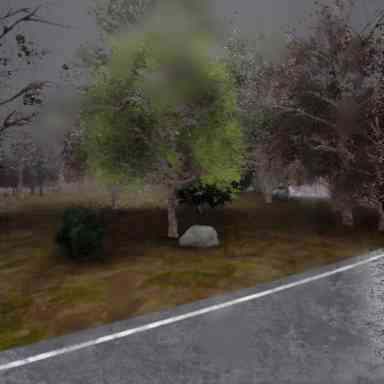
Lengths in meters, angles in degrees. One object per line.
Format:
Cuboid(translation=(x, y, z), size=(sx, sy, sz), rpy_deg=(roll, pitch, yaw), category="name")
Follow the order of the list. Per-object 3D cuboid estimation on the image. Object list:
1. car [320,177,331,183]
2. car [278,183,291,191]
Cuboid(translation=(29.532, -2.852, 74.562), size=(4.553, 1.767, 2.097), rpy_deg=(-5, 3, -24), category="car")
Cuboid(translation=(17.311, -0.994, 62.502), size=(1.895, 1.301, 4.718), rpy_deg=(-3, 3, 24), category="car")
